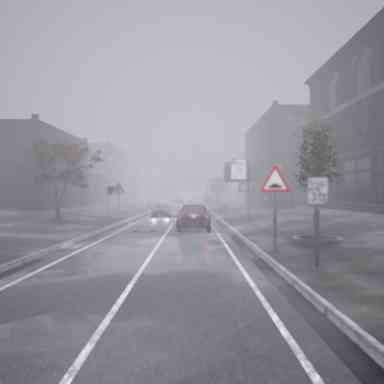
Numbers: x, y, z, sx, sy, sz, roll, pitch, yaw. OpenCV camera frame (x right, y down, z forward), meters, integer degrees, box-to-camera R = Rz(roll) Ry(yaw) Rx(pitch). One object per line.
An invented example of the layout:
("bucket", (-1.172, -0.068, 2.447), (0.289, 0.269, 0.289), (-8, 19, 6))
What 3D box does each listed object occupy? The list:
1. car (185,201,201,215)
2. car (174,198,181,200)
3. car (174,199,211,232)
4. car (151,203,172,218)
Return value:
("car", (0.091, 1.888, 40.378), (1.837, 1.490, 4.892), (0, -1, 0))
("car", (-3.014, 2.067, 75.833), (1.994, 1.385, 4.181), (0, 0, 0))
("car", (0.094, 1.530, 21.761), (2.097, 1.767, 4.553), (0, -1, 0))
("car", (-3.104, 1.873, 34.476), (2.033, 1.411, 5.357), (0, -1, 0))
